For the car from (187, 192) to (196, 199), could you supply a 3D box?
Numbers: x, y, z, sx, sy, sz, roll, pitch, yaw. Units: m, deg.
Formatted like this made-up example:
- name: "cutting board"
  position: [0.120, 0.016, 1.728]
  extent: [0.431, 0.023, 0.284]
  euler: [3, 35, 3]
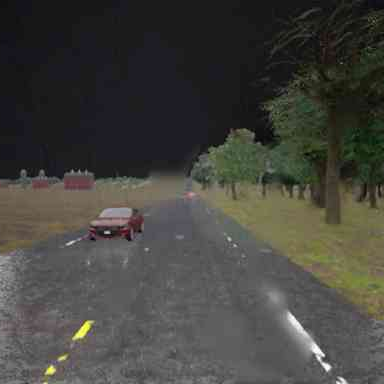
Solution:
- name: "car"
  position: [-0.030, 0.748, 80.391]
  extent: [2.097, 1.767, 4.553]
  euler: [0, 1, 0]

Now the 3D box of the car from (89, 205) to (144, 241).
- name: "car"
  position: [-3.584, 1.427, 16.522]
  extent: [1.882, 1.535, 5.008]
  euler: [0, 0, 0]

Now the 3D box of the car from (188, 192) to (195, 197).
- name: "car"
  position: [-0.034, 0.686, 90.431]
  extent: [1.812, 1.442, 4.674]
  euler: [0, 1, 0]
